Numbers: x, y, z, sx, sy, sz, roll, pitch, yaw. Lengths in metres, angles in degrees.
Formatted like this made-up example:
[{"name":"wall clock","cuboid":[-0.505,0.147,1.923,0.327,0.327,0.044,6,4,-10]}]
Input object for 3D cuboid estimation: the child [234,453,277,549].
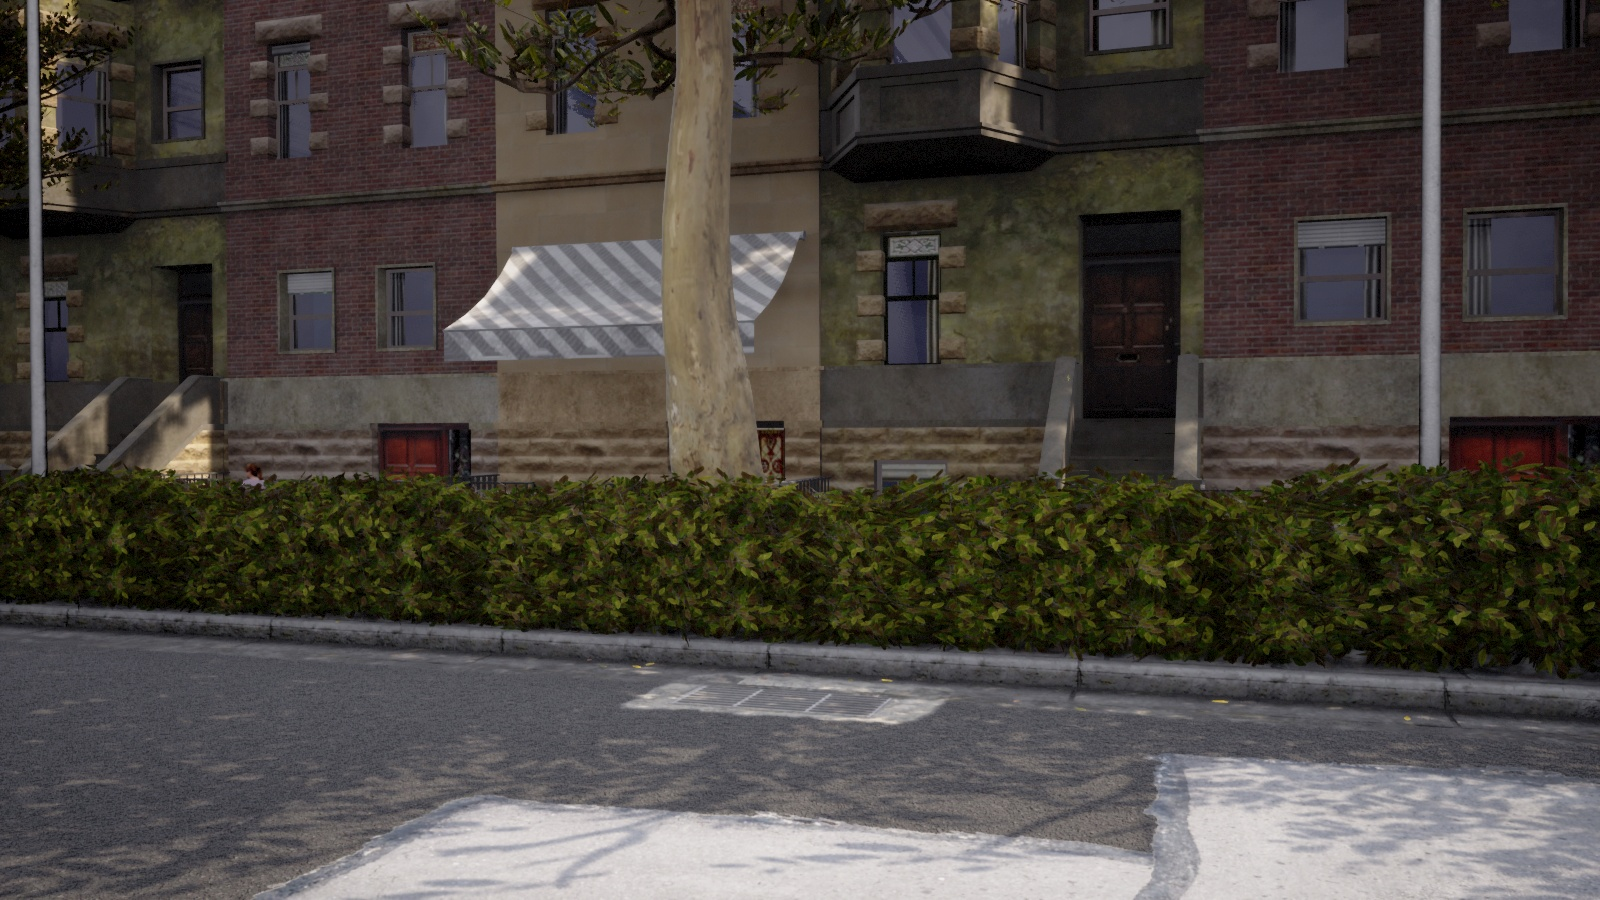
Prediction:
[{"name":"child","cuboid":[-6.473,0.600,14.936,0.394,1.110,0.255,1,1,21]}]
